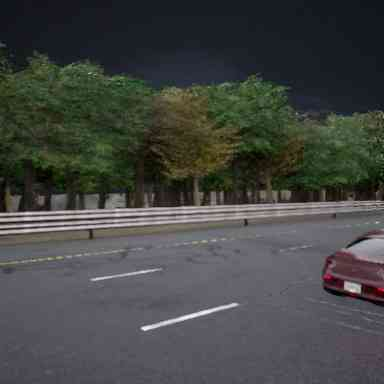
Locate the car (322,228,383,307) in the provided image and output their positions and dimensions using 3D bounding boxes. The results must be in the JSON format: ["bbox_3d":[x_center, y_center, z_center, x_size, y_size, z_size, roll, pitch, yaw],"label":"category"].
[{"bbox_3d":[4.713,1.516,7.228,4.674,1.442,1.812,0,0,-36],"label":"car"}]
